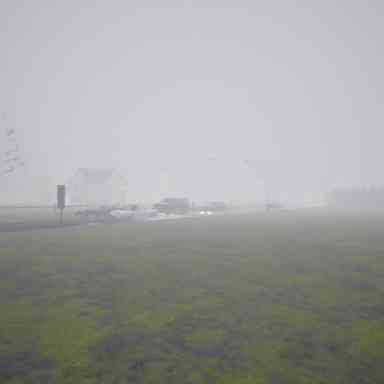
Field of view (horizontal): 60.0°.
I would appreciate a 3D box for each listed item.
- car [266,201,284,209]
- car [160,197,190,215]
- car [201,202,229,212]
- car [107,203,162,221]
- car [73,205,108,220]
[{"bbox_3d":[15.094,2.388,60.251,1.994,1.385,4.181,1,0,35],"label":"car"},{"bbox_3d":[-2.471,1.675,40.646,2.150,2.045,5.566,1,0,36],"label":"car"},{"bbox_3d":[3.541,2.137,49.037,2.033,1.411,5.357,1,0,36],"label":"car"},{"bbox_3d":[-5.320,1.963,31.547,1.895,1.301,4.718,1,0,35],"label":"car"},{"bbox_3d":[-8.839,1.906,31.720,1.895,1.301,4.718,1,0,36],"label":"car"}]
